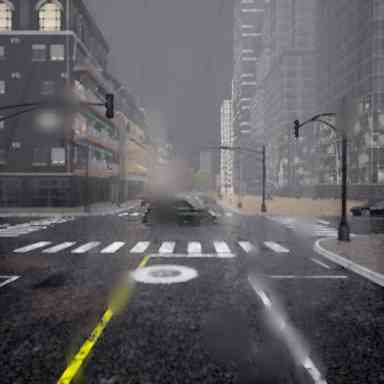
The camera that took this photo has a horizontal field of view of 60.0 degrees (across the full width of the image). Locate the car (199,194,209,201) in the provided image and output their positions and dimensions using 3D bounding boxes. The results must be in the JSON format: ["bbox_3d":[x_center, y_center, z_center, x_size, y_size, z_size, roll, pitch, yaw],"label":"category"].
[{"bbox_3d":[2.640,1.111,72.467,2.008,1.369,4.403,-1,0,0],"label":"car"}]

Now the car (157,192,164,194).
[{"bbox_3d":[-5.707,1.132,49.813,1.967,1.590,4.097,-1,0,0],"label":"car"}]

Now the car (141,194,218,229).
[{"bbox_3d":[-0.694,1.230,20.405,4.553,1.767,2.097,0,1,0],"label":"car"}]

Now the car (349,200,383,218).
[{"bbox_3d":[14.672,1.306,26.125,4.313,1.339,1.947,0,1,0],"label":"car"}]

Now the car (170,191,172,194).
[{"bbox_3d":[-5.708,1.033,66.759,1.967,1.590,4.097,-1,0,0],"label":"car"}]

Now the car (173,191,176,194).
[{"bbox_3d":[-5.713,0.746,95.003,2.192,1.841,5.009,-1,0,0],"label":"car"}]

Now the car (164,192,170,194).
[{"bbox_3d":[-5.710,0.941,61.110,2.192,1.841,5.009,-1,0,0],"label":"car"}]

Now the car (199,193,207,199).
[{"bbox_3d":[2.639,1.040,83.765,1.887,1.381,4.507,-1,0,0],"label":"car"}]

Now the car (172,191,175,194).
[{"bbox_3d":[-5.708,1.110,78.058,1.802,1.307,4.206,-1,0,0],"label":"car"}]
